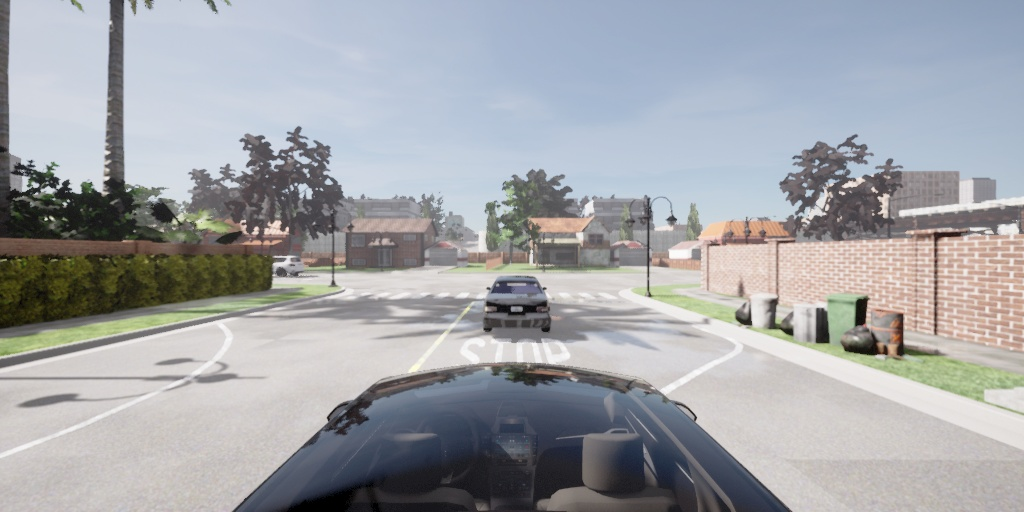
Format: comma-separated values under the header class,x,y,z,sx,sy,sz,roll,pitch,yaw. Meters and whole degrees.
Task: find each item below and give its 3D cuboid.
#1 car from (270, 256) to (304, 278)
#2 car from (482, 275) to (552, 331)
class,x,y,z,sx,sy,sz,roll,pitch,yaw
car,-23.224,1.019,34.787,5.566,2.045,2.150,0,0,1
car,0.137,1.303,10.985,2.033,1.411,5.357,0,0,1
